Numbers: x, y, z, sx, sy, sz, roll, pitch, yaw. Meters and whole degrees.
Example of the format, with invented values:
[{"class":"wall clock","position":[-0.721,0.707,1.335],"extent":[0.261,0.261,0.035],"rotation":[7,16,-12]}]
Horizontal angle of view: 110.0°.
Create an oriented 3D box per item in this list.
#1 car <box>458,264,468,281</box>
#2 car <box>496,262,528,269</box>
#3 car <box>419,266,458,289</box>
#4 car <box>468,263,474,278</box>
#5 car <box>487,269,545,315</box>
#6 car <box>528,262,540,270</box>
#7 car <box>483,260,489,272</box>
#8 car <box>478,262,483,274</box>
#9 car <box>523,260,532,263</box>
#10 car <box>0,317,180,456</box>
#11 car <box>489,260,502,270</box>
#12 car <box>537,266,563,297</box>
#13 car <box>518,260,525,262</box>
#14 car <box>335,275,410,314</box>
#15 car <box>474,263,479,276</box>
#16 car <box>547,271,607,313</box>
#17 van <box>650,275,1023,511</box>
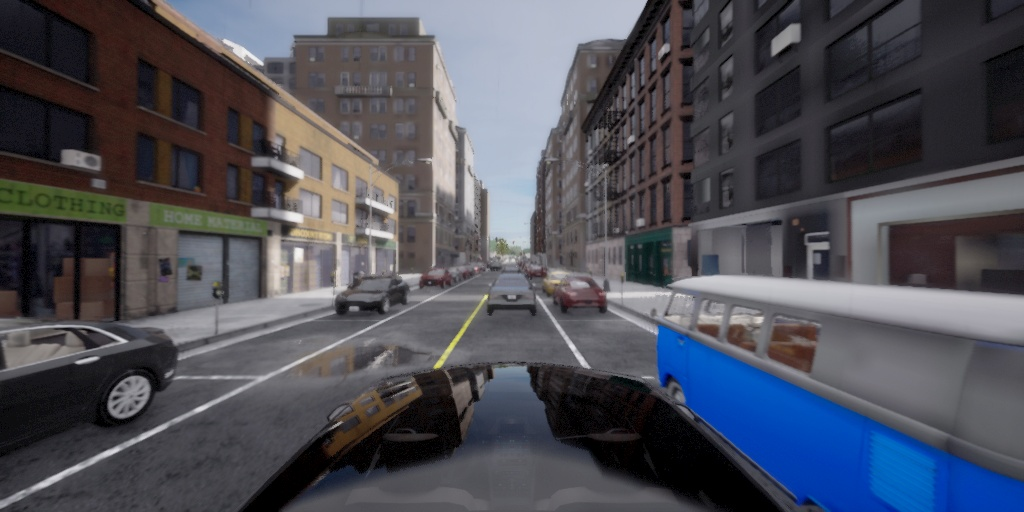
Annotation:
[{"class":"car","position":[-5.403,1.612,31.465],"extent":[2.007,1.370,4.403],"rotation":[0,0,0]},{"class":"car","position":[0.007,1.543,30.336],"extent":[2.128,1.511,4.902],"rotation":[0,0,0]},{"class":"car","position":[-5.400,1.547,25.783],"extent":[1.888,1.381,4.507],"rotation":[0,0,0]},{"class":"car","position":[-5.406,1.666,37.147],"extent":[1.888,1.381,4.507],"rotation":[0,0,0]},{"class":"car","position":[0.006,1.430,14.351],"extent":[2.033,1.411,5.357],"rotation":[0,-1,0]},{"class":"car","position":[2.620,1.666,37.152],"extent":[1.888,1.381,4.507],"rotation":[0,0,0]},{"class":"car","position":[-5.417,1.796,59.875],"extent":[1.967,1.591,4.097],"rotation":[0,0,0]},{"class":"car","position":[-5.411,1.678,48.511],"extent":[1.967,1.591,4.097],"rotation":[0,0,0]},{"class":"car","position":[2.617,1.620,42.834],"extent":[1.967,1.591,4.097],"rotation":[0,0,0]},{"class":"car","position":[-5.388,1.314,3.055],"extent":[2.007,1.370,4.403],"rotation":[0,0,0]},{"class":"car","position":[-2.797,1.734,62.465],"extent":[2.097,1.767,4.553],"rotation":[0,0,0]},{"class":"car","position":[2.628,1.469,20.275],"extent":[1.751,1.417,4.829],"rotation":[0,0,0]},{"class":"car","position":[2.608,1.671,59.880],"extent":[2.192,1.841,5.009],"rotation":[0,0,0]},{"class":"car","position":[-5.394,1.449,14.419],"extent":[1.948,1.339,4.313],"rotation":[0,0,0]},{"class":"car","position":[-5.408,1.746,42.829],"extent":[1.948,1.339,4.313],"rotation":[0,0,0]},{"class":"car","position":[2.631,1.466,14.424],"extent":[1.802,1.307,4.207],"rotation":[0,0,0]},{"class":"van","position":[2.637,1.105,3.060],"extent":[1.690,1.789,3.998],"rotation":[0,0,0]}]
